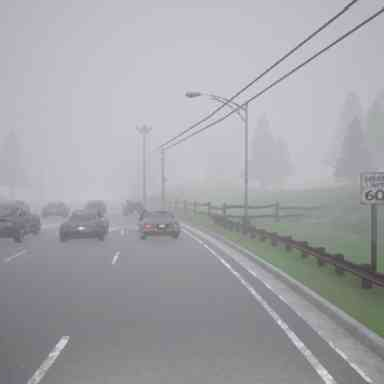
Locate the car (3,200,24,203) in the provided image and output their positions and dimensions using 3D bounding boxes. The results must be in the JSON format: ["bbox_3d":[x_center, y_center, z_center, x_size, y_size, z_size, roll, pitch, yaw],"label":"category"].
[{"bbox_3d":[-15.925,1.515,29.883,1.837,1.490,4.892,0,0,-16],"label":"car"}]

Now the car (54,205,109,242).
[{"bbox_3d":[-5.254,1.571,16.587,1.994,1.385,4.181,0,0,-11],"label":"car"}]

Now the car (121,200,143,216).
[{"bbox_3d":[-5.814,1.515,32.715,1.837,1.490,4.892,0,0,-16],"label":"car"}]

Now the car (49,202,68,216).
[{"bbox_3d":[-12.555,1.571,30.827,1.994,1.385,4.181,0,0,-16],"label":"car"}]

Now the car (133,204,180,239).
[{"bbox_3d":[-1.820,1.562,17.263,2.033,1.411,5.357,0,0,-11],"label":"car"}]

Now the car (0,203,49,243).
[{"bbox_3d":[-8.689,1.494,15.911,2.128,1.511,4.902,0,0,-11],"label":"car"}]

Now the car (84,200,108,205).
[{"bbox_3d":[-9.185,1.515,31.771,1.837,1.490,4.892,0,0,-16],"label":"car"}]
